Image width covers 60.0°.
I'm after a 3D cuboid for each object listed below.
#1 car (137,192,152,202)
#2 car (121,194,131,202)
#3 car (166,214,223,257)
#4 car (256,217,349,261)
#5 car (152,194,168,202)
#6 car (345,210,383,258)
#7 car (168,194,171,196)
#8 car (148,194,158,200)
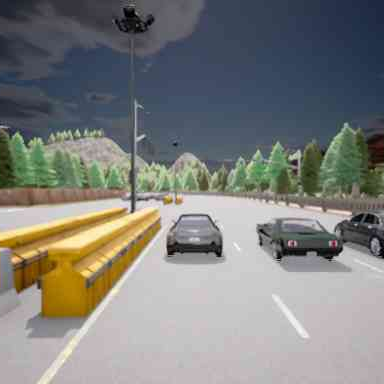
[{"bbox_3d":[-10.146,1.273,69.732,2.033,1.411,5.357,0,0,0],"label":"car"},{"bbox_3d":[-13.645,1.258,70.006,2.128,1.511,4.902,0,0,0],"label":"car"},{"bbox_3d":[0.109,1.515,12.832,1.994,1.385,4.181,0,0,1],"label":"car"},{"bbox_3d":[3.602,1.556,12.123,1.895,1.301,4.718,0,0,1],"label":"car"},{"bbox_3d":[-6.646,1.233,69.713,1.837,1.490,4.892,0,0,0],"label":"car"},{"bbox_3d":[7.109,1.456,12.593,1.837,1.490,4.892,0,0,1],"label":"car"},{"bbox_3d":[-6.561,1.169,85.434,1.837,1.490,4.892,0,0,0],"label":"car"},{"bbox_3d":[-10.061,1.264,85.424,1.895,1.301,4.718,0,0,0],"label":"car"}]
